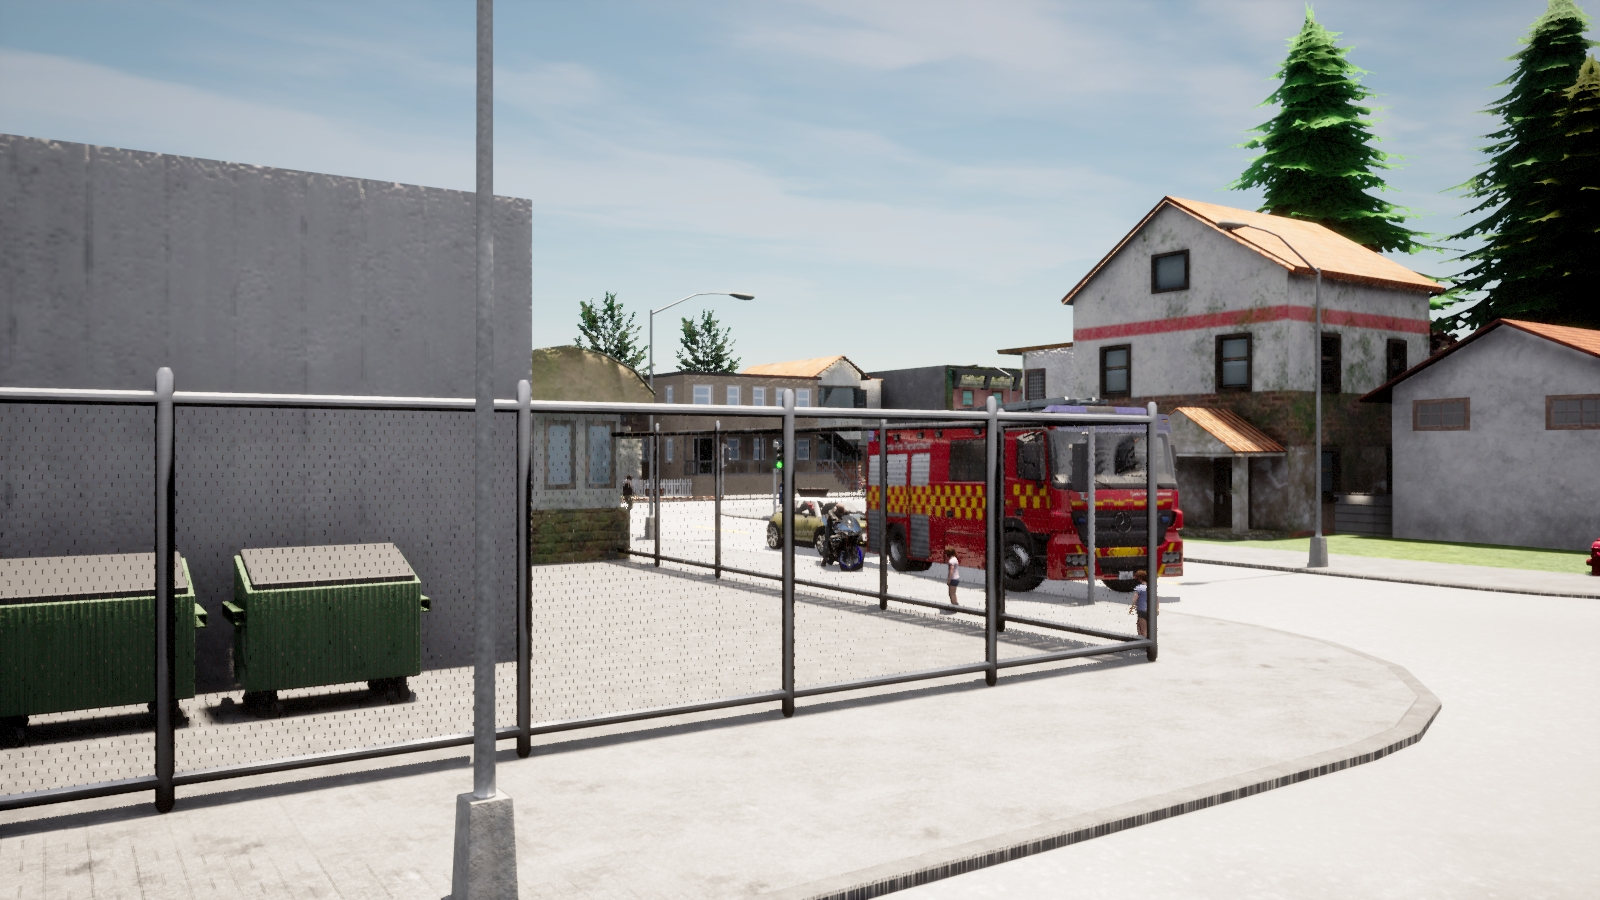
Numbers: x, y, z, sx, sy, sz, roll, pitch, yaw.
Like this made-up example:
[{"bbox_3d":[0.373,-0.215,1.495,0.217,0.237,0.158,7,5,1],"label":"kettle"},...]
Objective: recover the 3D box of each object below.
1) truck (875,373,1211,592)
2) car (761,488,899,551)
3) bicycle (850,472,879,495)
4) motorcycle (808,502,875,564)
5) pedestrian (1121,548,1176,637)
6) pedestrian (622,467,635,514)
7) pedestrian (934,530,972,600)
[{"bbox_3d":[4.683,0.674,24.451,2.891,3.827,8.468,1,-1,-21],"label":"truck"},{"bbox_3d":[0.752,1.845,31.311,1.970,1.475,3.806,0,0,-33],"label":"car"},{"bbox_3d":[3.714,1.940,65.827,1.835,1.271,0.329,0,0,-33],"label":"bicycle"},{"bbox_3d":[0.923,1.872,26.186,0.867,1.251,2.209,0,0,-17],"label":"motorcycle"},{"bbox_3d":[4.662,1.896,15.280,0.500,1.100,0.500,0,0,-29],"label":"pedestrian"},{"bbox_3d":[-6.902,1.628,45.906,0.375,1.860,0.375,0,0,-37],"label":"pedestrian"},{"bbox_3d":[2.534,1.895,18.910,0.500,1.100,0.500,0,0,25],"label":"pedestrian"}]
